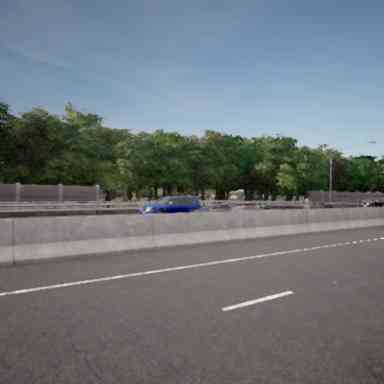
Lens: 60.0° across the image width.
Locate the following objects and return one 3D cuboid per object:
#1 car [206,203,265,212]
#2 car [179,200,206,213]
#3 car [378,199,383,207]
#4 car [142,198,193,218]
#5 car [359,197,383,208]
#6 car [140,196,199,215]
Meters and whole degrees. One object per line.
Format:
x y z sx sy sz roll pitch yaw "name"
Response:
3.560 1.690 23.730 4.674 1.442 1.812 1 0 -35 "car"
1.716 1.671 26.711 4.892 1.490 1.837 1 0 -36 "car"
31.695 2.243 52.341 4.181 1.385 1.994 1 -1 -35 "car"
-2.336 1.519 32.422 4.553 1.767 2.097 1 0 -35 "car"
30.246 1.911 55.584 5.566 2.045 2.150 1 -1 -35 "car"
-1.703 1.369 28.575 5.566 2.045 2.150 1 0 -35 "car"
